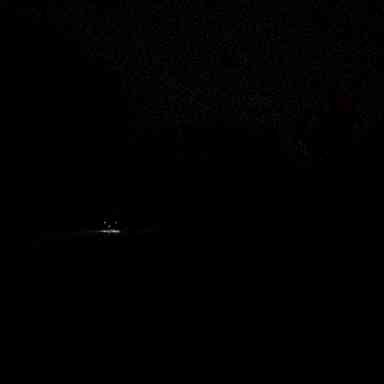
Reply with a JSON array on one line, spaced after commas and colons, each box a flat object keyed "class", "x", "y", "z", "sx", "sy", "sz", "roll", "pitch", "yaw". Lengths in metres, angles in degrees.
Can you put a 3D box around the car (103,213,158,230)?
[{"class": "car", "x": -5.316, "y": 2.549, "z": 29.737, "sx": 2.033, "sy": 1.411, "sz": 5.357, "roll": -4, "pitch": -4, "yaw": 36}]
